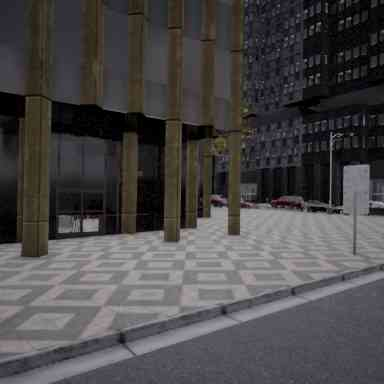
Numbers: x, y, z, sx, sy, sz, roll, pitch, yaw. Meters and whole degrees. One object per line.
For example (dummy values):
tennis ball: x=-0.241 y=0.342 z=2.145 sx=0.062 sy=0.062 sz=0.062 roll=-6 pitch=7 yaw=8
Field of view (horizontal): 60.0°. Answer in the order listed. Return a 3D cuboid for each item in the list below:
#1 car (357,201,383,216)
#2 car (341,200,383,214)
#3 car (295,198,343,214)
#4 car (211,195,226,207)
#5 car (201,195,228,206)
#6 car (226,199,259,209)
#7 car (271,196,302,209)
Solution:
car: x=16.307 y=1.517 z=29.309 sx=2.008 sy=1.369 sz=4.403 roll=1 pitch=-1 yaw=-35
car: x=20.059 y=1.708 z=38.746 sx=2.008 sy=1.369 sz=4.403 roll=1 pitch=-1 yaw=-35
car: x=13.115 y=1.539 z=33.804 sx=1.947 sy=1.339 sz=4.313 roll=1 pitch=-1 yaw=-35
car: x=3.541 y=1.311 z=47.291 sx=2.192 sy=1.841 sz=5.009 roll=1 pitch=-1 yaw=-35
car: x=4.102 y=1.510 z=61.221 sx=2.192 sy=1.841 sz=5.009 roll=1 pitch=-1 yaw=-35
car: x=6.730 y=1.570 z=42.793 sx=1.802 sy=1.307 sz=4.206 roll=1 pitch=-1 yaw=-35
car: x=13.678 y=1.486 z=47.738 sx=2.192 sy=1.841 sz=5.009 roll=1 pitch=-1 yaw=-35
